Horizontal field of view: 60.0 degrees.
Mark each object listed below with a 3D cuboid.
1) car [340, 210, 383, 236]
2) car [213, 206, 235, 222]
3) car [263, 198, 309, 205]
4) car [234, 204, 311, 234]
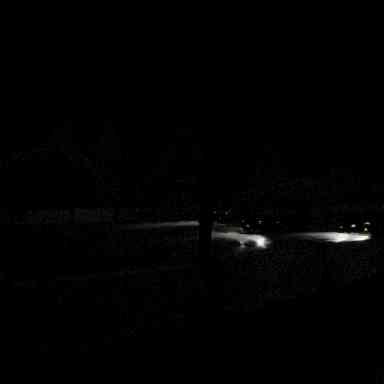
[{"bbox_3d":[10.957,1.807,20.403,4.181,1.385,1.994,1,-1,-35],"label":"car"},{"bbox_3d":[4.088,1.827,28.403,4.718,1.301,1.895,1,-1,-35],"label":"car"},{"bbox_3d":[7.059,1.466,26.223,5.566,2.045,2.150,1,-1,-35],"label":"car"},{"bbox_3d":[5.119,1.703,20.541,4.674,1.442,1.812,1,0,-35],"label":"car"}]
